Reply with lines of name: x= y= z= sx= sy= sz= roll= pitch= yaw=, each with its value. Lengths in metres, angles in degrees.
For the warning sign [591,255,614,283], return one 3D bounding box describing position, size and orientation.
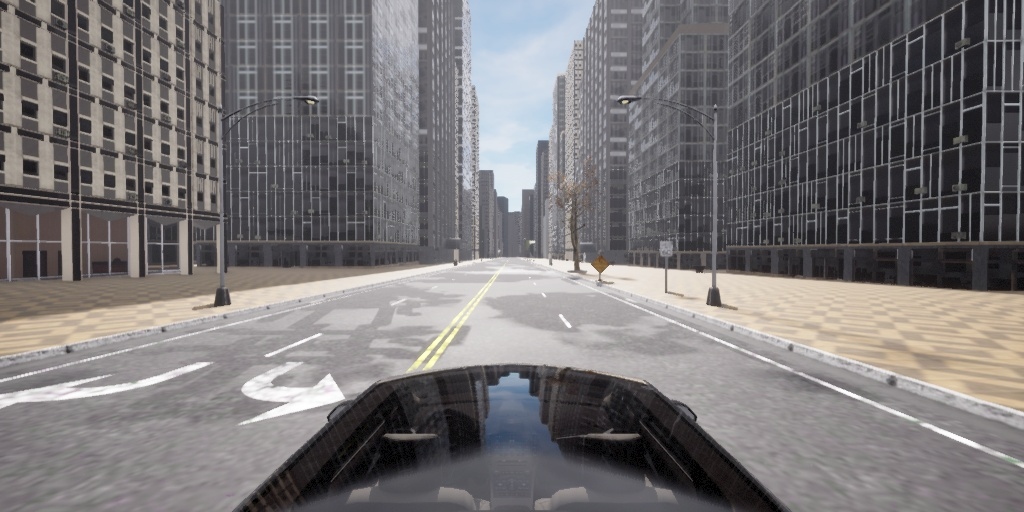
warning sign: x=6.100 y=0.856 z=24.875 sx=1.300 sy=1.860 sz=1.060 roll=0 pitch=0 yaw=0
